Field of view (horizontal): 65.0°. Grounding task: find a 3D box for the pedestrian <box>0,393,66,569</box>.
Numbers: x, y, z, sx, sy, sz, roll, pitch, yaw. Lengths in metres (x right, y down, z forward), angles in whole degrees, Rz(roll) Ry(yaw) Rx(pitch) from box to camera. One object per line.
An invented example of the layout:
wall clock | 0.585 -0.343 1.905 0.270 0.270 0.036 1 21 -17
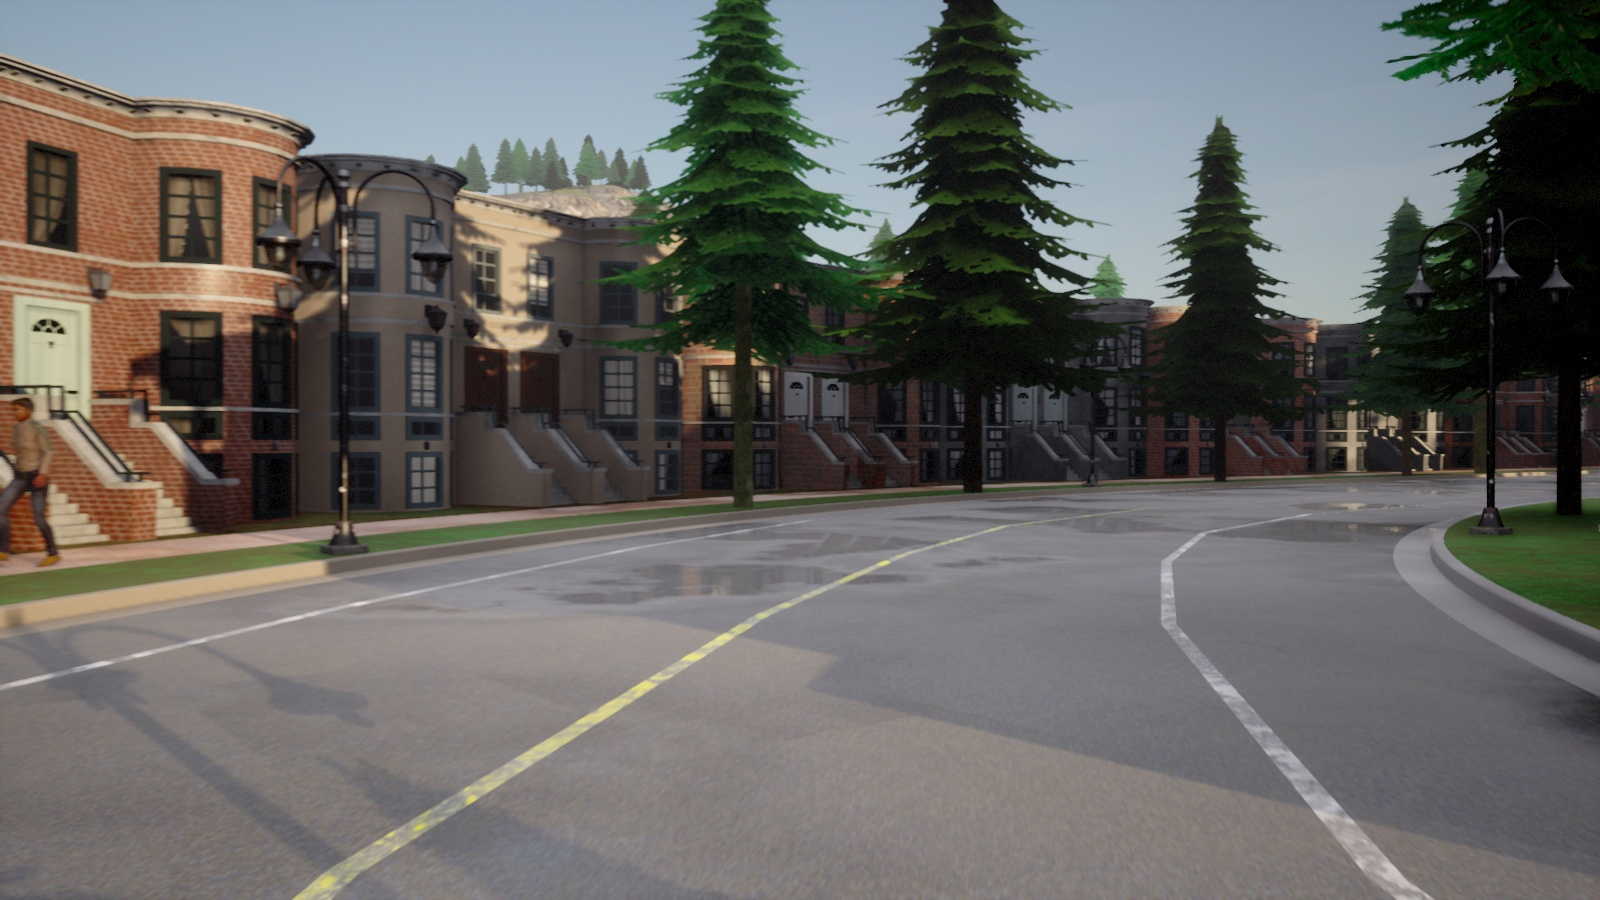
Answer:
pedestrian | -8.238 0.314 13.219 0.328 1.805 0.869 0 0 19
